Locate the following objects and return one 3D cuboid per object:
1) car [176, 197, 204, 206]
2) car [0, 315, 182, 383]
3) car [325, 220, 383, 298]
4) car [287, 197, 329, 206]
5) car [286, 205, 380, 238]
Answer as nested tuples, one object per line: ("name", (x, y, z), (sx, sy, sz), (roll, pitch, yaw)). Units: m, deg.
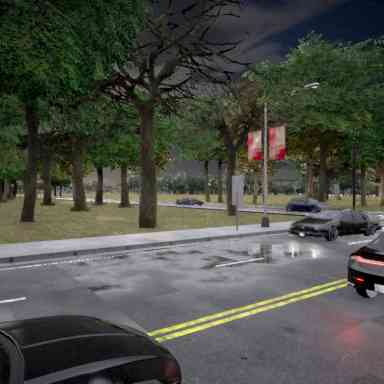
("car", (-0.373, 1.510, 51.894), (2.033, 1.411, 5.357), (0, 0, -35))
("car", (-2.332, 1.478, 1.777), (5.008, 1.535, 1.882), (0, 0, -36))
("car", (5.336, 1.492, 7.242), (4.902, 1.511, 2.128), (0, 0, -35))
("car", (12.047, 1.339, 34.393), (2.097, 1.767, 4.553), (0, 0, -35))
("car", (7.268, 1.549, 16.575), (5.357, 1.411, 2.033), (0, 0, -32))
